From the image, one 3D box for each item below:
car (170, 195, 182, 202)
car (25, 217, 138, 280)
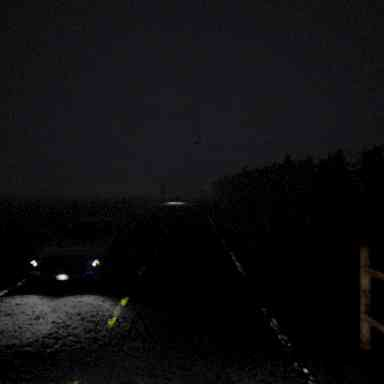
[{"bbox_3d":[-2.769,1.148,59.286,1.994,1.385,4.181,0,0,0],"label":"car"},{"bbox_3d":[-2.851,1.480,9.979,2.033,1.411,5.357,0,0,0],"label":"car"}]
